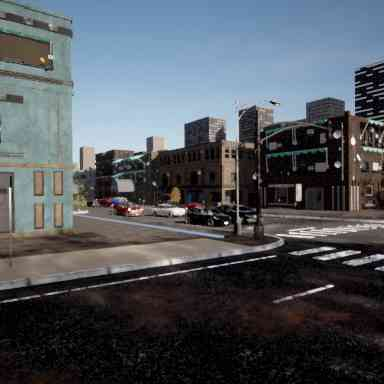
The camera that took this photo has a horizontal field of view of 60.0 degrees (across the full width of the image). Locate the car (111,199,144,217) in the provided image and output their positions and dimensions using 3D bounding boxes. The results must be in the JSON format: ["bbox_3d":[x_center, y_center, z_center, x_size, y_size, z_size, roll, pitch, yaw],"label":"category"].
[{"bbox_3d":[-6.865,1.846,36.271,1.967,1.590,4.097,-1,0,-36],"label":"car"}]

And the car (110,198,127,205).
[{"bbox_3d":[-8.330,1.926,42.817,1.882,1.535,5.008,-1,0,-36],"label":"car"}]

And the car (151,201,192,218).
[{"bbox_3d":[-2.360,1.934,34.443,1.895,1.301,4.718,-1,0,-36],"label":"car"}]

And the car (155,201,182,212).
[{"bbox_3d":[-3.262,1.965,45.648,1.802,1.307,4.206,-2,0,-36],"label":"car"}]

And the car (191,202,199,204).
[{"bbox_3d":[-0.044,1.903,41.146,1.802,1.307,4.206,-2,0,-36],"label":"car"}]

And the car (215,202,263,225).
[{"bbox_3d":[3.482,1.723,26.307,1.837,1.490,4.892,-1,0,-34],"label":"car"}]

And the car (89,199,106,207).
[{"bbox_3d":[-19.354,2.227,68.165,1.887,1.381,4.507,-1,0,-36],"label":"car"}]

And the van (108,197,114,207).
[{"bbox_3d":[-12.922,1.906,59.159,1.690,1.788,3.998,-1,0,-36],"label":"van"}]

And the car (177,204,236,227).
[{"bbox_3d":[1.107,1.814,24.910,1.947,1.339,4.313,-2,0,-36],"label":"car"}]

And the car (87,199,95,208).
[{"bbox_3d":[-19.060,2.154,63.315,2.128,1.511,4.902,-1,-1,-36],"label":"car"}]

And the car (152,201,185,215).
[{"bbox_3d":[-2.965,1.868,40.789,1.837,1.490,4.892,-1,0,-36],"label":"car"}]

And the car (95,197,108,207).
[{"bbox_3d":[-16.141,1.939,63.662,2.192,1.841,5.009,-1,0,-36],"label":"car"}]
